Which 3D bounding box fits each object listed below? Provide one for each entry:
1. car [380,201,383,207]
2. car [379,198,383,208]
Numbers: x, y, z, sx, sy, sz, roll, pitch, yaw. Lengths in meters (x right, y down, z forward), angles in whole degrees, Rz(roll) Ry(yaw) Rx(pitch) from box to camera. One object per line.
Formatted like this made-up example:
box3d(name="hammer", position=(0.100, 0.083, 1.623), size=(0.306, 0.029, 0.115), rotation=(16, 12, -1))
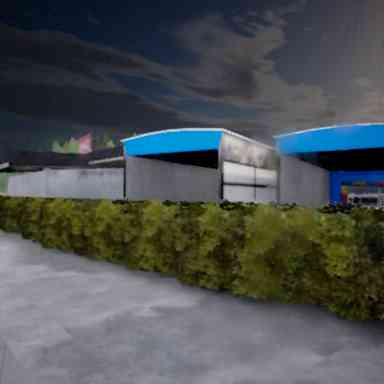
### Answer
box3d(name="car", position=(30.698, 2.225, 51.918), size=(3.633, 1.501, 1.845), rotation=(1, -1, -40))
box3d(name="car", position=(40.449, 2.269, 68.543), size=(3.866, 1.878, 1.905), rotation=(1, -1, -40))
